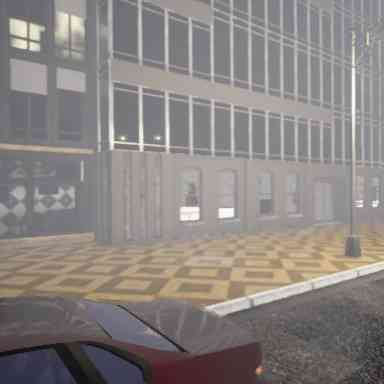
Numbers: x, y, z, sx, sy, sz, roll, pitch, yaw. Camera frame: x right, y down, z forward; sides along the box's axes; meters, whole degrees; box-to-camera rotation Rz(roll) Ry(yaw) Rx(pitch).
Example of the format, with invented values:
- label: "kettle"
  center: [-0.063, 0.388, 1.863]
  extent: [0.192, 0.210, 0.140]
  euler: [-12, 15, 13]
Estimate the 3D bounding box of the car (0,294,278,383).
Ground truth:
- label: "car"
  center: [-1.811, 1.549, 2.061]
  extent: [5.357, 1.411, 2.033]
  euler: [0, 0, -35]
